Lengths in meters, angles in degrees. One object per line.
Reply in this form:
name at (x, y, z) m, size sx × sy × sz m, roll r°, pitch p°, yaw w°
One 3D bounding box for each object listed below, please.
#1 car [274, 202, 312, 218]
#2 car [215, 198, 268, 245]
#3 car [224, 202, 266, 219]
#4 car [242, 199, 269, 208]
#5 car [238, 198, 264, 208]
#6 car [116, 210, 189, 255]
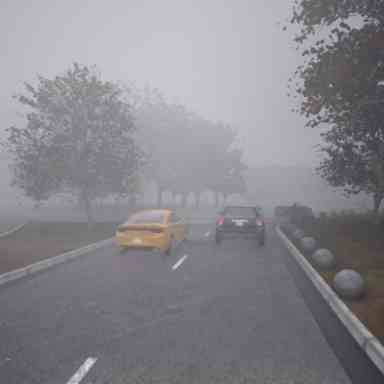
car at (9.687, 1.672, 31.639) m, size 1.882 × 1.535 × 5.008 m, roll 0°, pitch -1°, yaw 43°
car at (2.302, 1.343, 15.782) m, size 2.097 × 1.767 × 4.553 m, roll 0°, pitch 0°, yaw 9°
car at (5.033, 1.660, 31.035) m, size 1.837 × 1.490 × 4.892 m, roll -1°, pitch -2°, yaw 37°
car at (11.799, 2.092, 62.223) m, size 1.882 × 1.535 × 5.008 m, roll 1°, pitch -1°, yaw -40°
car at (10.364, 1.910, 58.695) m, size 2.097 × 1.767 × 4.553 m, roll 1°, pitch -1°, yaw -31°
car at (-1.390, 1.446, 13.305) m, size 1.882 × 1.535 × 5.008 m, roll 0°, pitch 0°, yaw 9°
